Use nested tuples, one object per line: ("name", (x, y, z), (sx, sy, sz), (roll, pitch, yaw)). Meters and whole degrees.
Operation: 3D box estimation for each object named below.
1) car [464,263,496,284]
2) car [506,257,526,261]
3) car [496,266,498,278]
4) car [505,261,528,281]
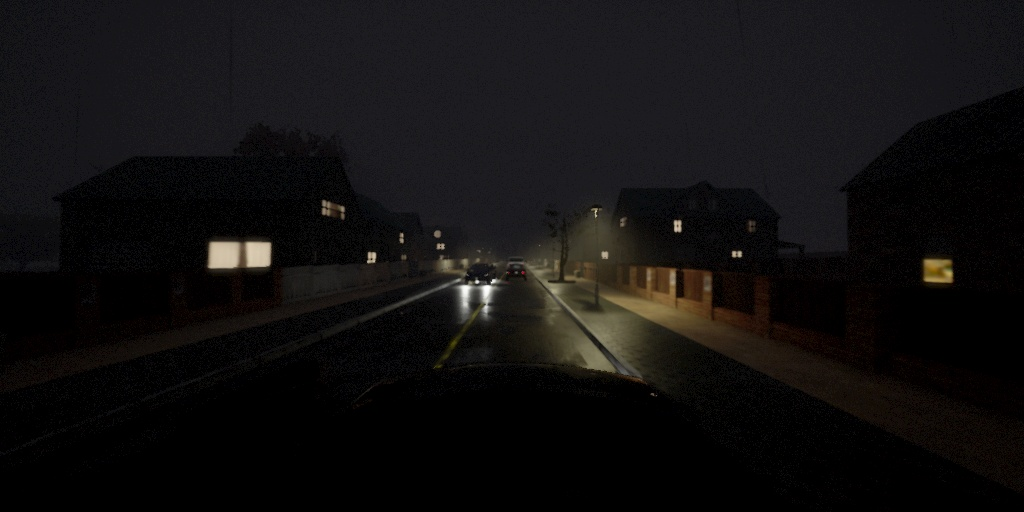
("car", (-2.469, 1.336, 27.663), (1.812, 1.442, 4.674), (0, 0, 1))
("car", (0.504, 1.079, 42.597), (2.150, 2.045, 5.566), (0, 0, 1))
("car", (-2.392, 1.385, 34.014), (1.994, 1.385, 4.181), (0, 0, 1))
("car", (0.392, 1.376, 31.349), (2.033, 1.411, 5.357), (0, 0, 1))
